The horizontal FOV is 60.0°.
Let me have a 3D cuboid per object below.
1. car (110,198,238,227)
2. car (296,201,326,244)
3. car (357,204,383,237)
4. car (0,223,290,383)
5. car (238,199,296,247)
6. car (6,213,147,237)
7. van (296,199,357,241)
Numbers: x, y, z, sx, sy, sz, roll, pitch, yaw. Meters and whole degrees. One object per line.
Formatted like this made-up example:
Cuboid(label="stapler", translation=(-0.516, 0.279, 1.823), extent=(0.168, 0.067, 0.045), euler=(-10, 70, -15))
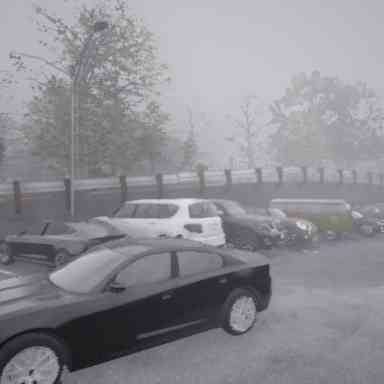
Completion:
Cuboid(label="car", translation=(-1.502, 1.264, 11.953), extent=(5.566, 2.045, 2.435), euler=(-1, -1, 35))
Cuboid(label="car", translation=(3.437, 1.432, 15.460), extent=(4.553, 1.767, 2.185), euler=(-1, -1, 35))
Cuboid(label="car", translation=(8.393, 1.599, 18.930), extent=(4.892, 1.521, 2.231), euler=(-1, -1, 35))
Cuboid(label="car", translation=(-0.902, 1.488, 5.181), extent=(5.008, 1.535, 1.882), euler=(0, 0, -35))
Cuboid(label="car", translation=(1.020, 1.285, 13.687), extent=(5.566, 2.045, 2.435), euler=(-1, -1, 35))
Cuboid(label="car", translation=(-3.970, 1.524, 10.202), extent=(4.792, 1.488, 2.163), euler=(-1, -1, 35))
Cuboid(label="van", translation=(5.830, 1.353, 17.244), extent=(4.442, 1.987, 1.878), euler=(-1, -1, 35))
